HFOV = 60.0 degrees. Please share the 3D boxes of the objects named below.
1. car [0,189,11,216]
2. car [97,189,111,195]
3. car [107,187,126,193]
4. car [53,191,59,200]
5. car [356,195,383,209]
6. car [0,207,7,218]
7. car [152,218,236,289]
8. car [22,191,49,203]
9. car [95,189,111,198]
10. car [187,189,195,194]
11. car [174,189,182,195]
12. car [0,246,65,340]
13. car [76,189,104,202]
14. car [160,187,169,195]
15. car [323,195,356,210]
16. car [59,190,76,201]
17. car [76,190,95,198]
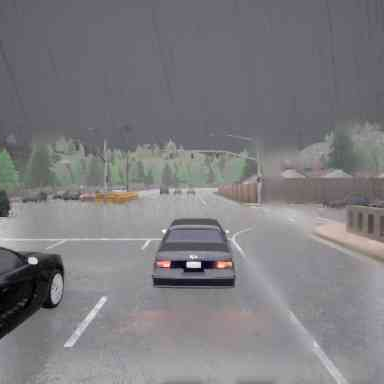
[{"bbox_3d":[-14.157,0.852,21.787,2.150,2.045,5.566,0,1,0],"label":"car"},{"bbox_3d":[-21.204,-0.040,80.248,2.128,1.511,4.902,0,1,0],"label":"car"},{"bbox_3d":[-14.191,0.051,64.403,2.150,2.045,5.566,0,1,0],"label":"car"},{"bbox_3d":[-21.220,0.486,54.818,1.882,1.535,5.008,0,1,0],"label":"car"},{"bbox_3d":[17.798,1.041,29.131,5.357,1.411,2.033,0,1,2],"label":"car"},{"bbox_3d":[-6.944,1.358,8.136,1.882,1.535,5.008,0,1,0],"label":"car"},{"bbox_3d":[0.089,1.417,8.986,2.033,1.411,5.357,0,1,1],"label":"car"},{"bbox_3d":[-21.212,0.692,45.325,1.837,1.490,4.892,0,1,0],"label":"car"},{"bbox_3d":[-17.671,0.275,66.091,1.882,1.535,5.008,0,2,0],"label":"car"},{"bbox_3d":[-0.224,-0.060,87.914,1.994,1.385,4.181,0,1,0],"label":"car"},{"bbox_3d":[-3.723,-0.084,87.736,2.128,1.511,4.902,0,1,0],"label":"car"},{"bbox_3d":[-3.453,1.421,4.613,1.882,1.535,5.008,0,1,0],"label":"car"},{"bbox_3d":[-14.216,0.508,46.983,2.097,1.767,4.553,0,1,0],"label":"car"},{"bbox_3d":[-7.223,-0.386,87.825,2.150,2.045,5.566,0,1,0],"label":"car"},{"bbox_3d":[15.818,0.973,32.699,5.357,1.411,2.033,0,1,2],"label":"car"},{"bbox_3d":[-17.724,0.638,50.417,2.033,1.411,5.357,0,1,0],"label":"car"},{"bbox_3d":[-21.169,0.292,66.283,2.128,1.511,4.902,0,1,0],"label":"car"}]
